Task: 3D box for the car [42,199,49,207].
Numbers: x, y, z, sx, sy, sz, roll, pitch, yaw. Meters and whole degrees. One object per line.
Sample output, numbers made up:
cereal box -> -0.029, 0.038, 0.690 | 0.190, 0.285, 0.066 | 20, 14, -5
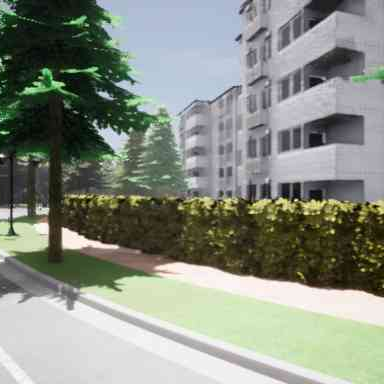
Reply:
car -> -21.507, 1.511, 52.525 | 1.837, 1.490, 4.892 | 0, 0, 17
